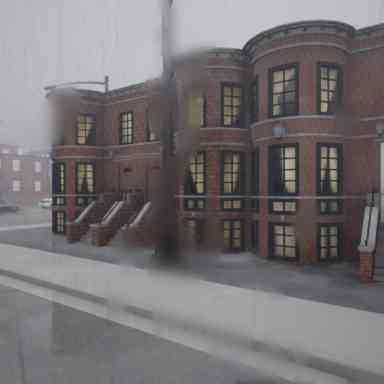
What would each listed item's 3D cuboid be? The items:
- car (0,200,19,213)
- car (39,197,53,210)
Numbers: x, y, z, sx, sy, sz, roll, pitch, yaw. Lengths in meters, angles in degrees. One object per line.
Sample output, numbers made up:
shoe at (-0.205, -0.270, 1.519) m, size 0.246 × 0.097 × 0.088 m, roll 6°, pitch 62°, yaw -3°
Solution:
car at (-20.128, 1.564, 34.224) m, size 1.994 × 1.385 × 4.181 m, roll 0°, pitch 0°, yaw 36°
car at (-17.312, 1.220, 44.170) m, size 2.150 × 2.045 × 5.566 m, roll 0°, pitch 0°, yaw 36°
